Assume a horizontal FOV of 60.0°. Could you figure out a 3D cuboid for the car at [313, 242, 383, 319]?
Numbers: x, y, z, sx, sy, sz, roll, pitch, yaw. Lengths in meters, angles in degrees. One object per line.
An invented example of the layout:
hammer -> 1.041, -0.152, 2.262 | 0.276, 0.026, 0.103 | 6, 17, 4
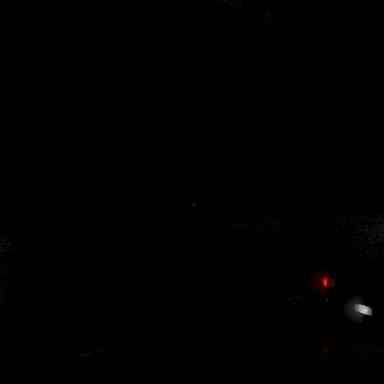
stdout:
car -> 4.686, 1.703, 6.829 | 4.718, 1.301, 1.895 | 1, -1, -35
